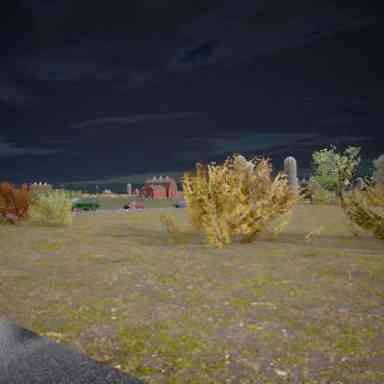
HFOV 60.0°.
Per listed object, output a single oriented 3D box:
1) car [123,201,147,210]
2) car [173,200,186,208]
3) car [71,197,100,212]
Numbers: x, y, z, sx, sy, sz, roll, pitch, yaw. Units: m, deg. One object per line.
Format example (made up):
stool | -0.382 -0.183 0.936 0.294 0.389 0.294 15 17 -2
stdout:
car | -9.462 2.196 55.189 1.994 1.385 4.181 -1 -1 36
car | -1.263 2.203 60.410 2.033 1.411 5.357 -1 -1 37
car | -15.555 1.742 46.729 2.150 2.045 5.566 -1 -2 36
